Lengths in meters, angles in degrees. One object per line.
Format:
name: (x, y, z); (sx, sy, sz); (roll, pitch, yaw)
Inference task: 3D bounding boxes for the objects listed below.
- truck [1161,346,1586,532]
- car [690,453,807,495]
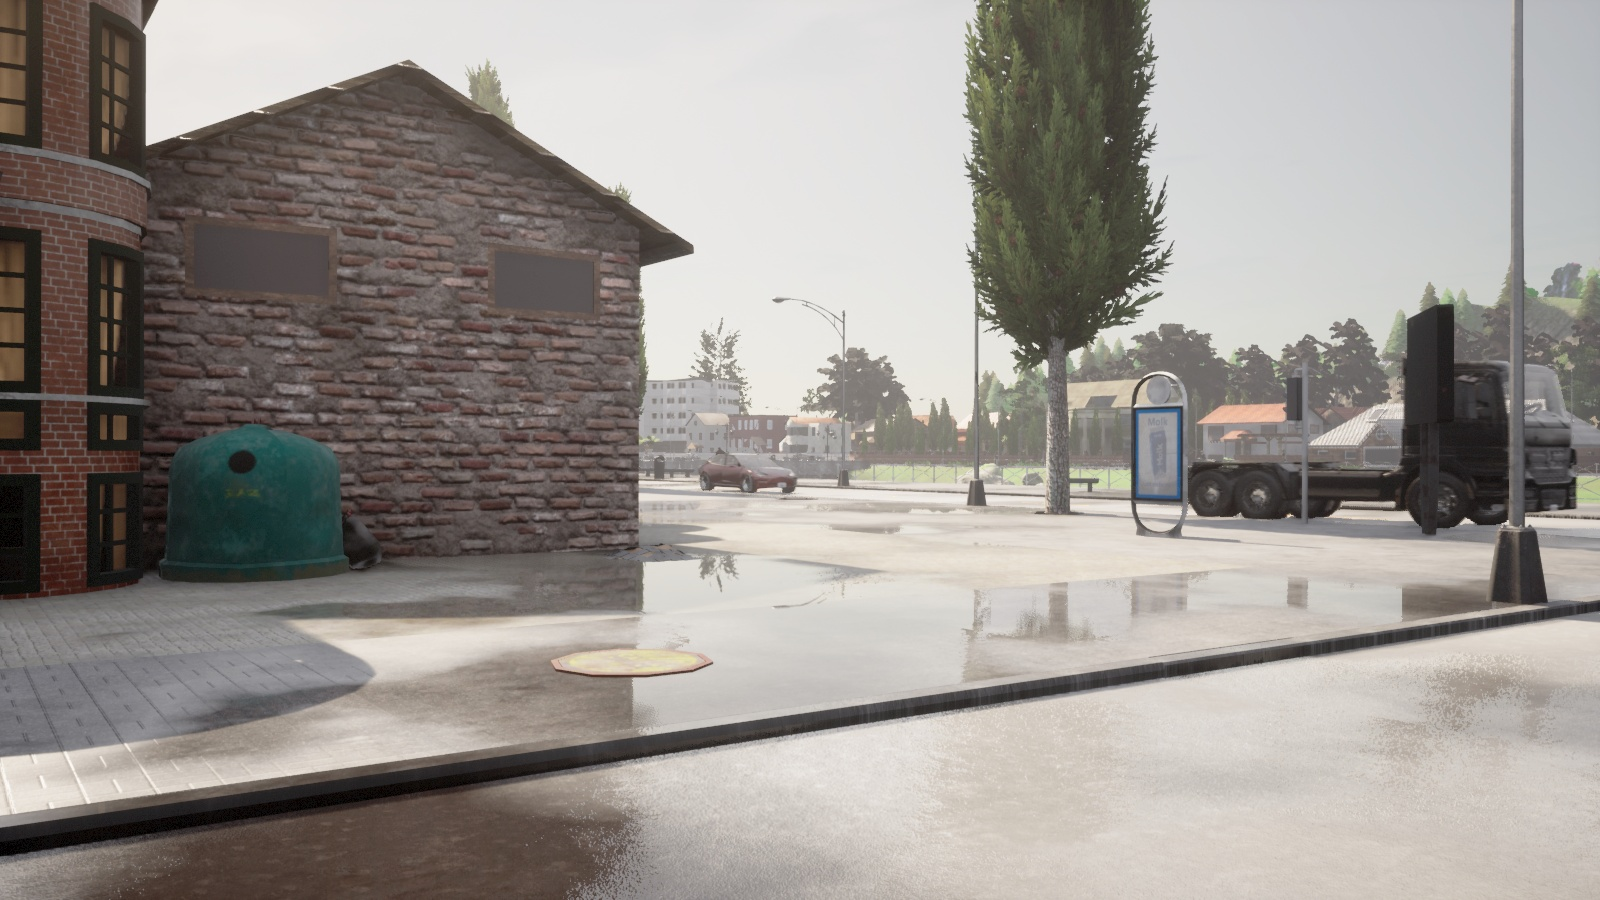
truck: (12.131, -0.196, 27.353); (2.891, 3.462, 7.936); (0, 0, -40)
car: (-1.990, 0.864, 47.225); (2.163, 1.488, 4.792); (0, 0, -35)
